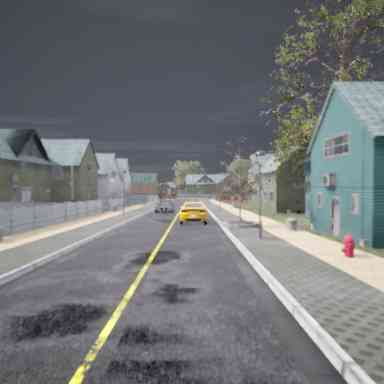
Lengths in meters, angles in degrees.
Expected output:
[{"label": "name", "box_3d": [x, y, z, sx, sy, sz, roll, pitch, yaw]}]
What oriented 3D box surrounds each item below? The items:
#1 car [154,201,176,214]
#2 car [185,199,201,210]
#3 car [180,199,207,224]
[{"label": "car", "box_3d": [-2.757, 1.599, 34.724, 1.994, 1.385, 4.181, 0, 0, 0]}, {"label": "car", "box_3d": [0.091, 1.586, 42.823, 1.895, 1.301, 4.718, 0, 0, 0]}, {"label": "car", "box_3d": [0.095, 1.469, 24.836, 1.882, 1.535, 5.008, 0, 0, 0]}]
